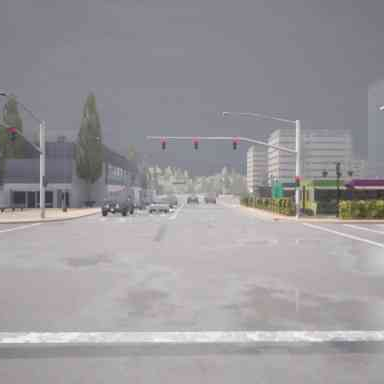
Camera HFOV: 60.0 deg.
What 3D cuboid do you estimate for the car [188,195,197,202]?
[{"bbox_3d":[0.093,1.477,73.823,1.882,1.535,5.008,0,0,0],"label":"car"}]

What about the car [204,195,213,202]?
[{"bbox_3d":[3.590,1.396,73.829,1.812,1.442,4.674,0,0,0],"label":"car"}]

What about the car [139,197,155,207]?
[{"bbox_3d":[-7.027,1.563,52.194,1.994,1.385,4.181,0,0,0],"label":"car"}]

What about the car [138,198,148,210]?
[{"bbox_3d":[-7.048,1.491,42.237,2.128,1.511,4.902,0,0,0],"label":"car"}]

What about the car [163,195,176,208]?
[{"bbox_3d":[-3.542,1.504,46.001,1.837,1.490,4.892,0,0,0],"label":"car"}]

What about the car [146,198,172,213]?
[{"bbox_3d":[-3.556,1.600,36.686,1.895,1.301,4.718,0,0,0],"label":"car"}]

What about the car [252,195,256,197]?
[{"bbox_3d":[17.891,1.155,83.809,3.866,1.878,1.905,0,0,-1],"label":"car"}]

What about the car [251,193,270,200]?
[{"bbox_3d":[17.874,1.152,86.704,4.605,1.855,1.932,0,0,-1],"label":"car"}]

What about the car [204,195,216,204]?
[{"bbox_3d":[3.577,1.491,63.554,2.128,1.511,4.902,0,0,0],"label":"car"}]

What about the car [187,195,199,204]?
[{"bbox_3d":[0.174,1.351,64.043,2.097,1.767,4.553,0,0,0],"label":"car"}]

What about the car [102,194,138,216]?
[{"bbox_3d":[-7.074,1.221,32.349,2.150,2.045,5.566,0,0,1],"label":"car"}]

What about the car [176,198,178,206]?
[{"bbox_3d":[-3.516,1.351,55.864,2.097,1.767,4.553,0,0,0],"label":"car"}]
